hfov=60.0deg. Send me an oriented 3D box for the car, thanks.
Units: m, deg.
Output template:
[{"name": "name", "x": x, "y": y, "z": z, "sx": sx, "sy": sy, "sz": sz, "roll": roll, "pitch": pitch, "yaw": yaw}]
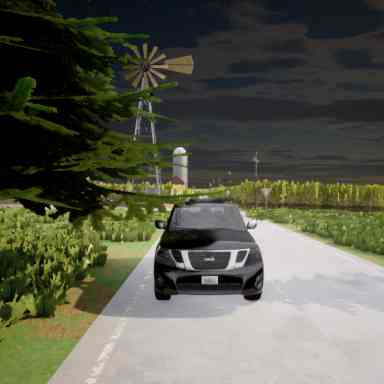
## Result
[{"name": "car", "x": 0.336, "y": 1.221, "z": 8.709, "sx": 2.150, "sy": 2.045, "sz": 5.566, "roll": 0, "pitch": 0, "yaw": 0}]
